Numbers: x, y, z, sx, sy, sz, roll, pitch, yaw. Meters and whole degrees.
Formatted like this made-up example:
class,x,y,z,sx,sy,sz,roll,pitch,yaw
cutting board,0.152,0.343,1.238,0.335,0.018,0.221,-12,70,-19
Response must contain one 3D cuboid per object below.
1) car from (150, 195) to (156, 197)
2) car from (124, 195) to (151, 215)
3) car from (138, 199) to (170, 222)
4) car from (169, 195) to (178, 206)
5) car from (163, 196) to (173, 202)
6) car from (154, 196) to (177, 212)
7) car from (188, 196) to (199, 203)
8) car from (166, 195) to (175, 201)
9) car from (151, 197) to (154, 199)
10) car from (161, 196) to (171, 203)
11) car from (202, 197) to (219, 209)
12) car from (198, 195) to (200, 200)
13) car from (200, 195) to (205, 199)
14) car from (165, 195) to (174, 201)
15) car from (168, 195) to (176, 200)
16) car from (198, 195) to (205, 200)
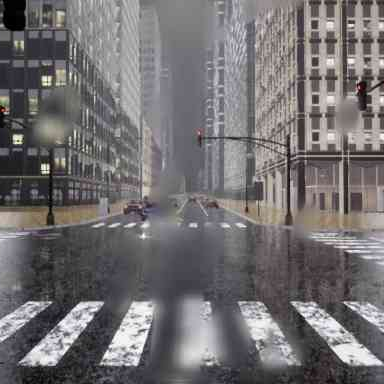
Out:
class,x,y,z,sx,sy,sz,roll,pitch,yaw
car,-5.676,1.336,44.943,2.192,1.841,5.009,1,0,0
car,-5.677,1.456,33.793,1.967,1.590,4.097,1,0,0
car,-2.937,1.538,26.360,1.812,1.442,4.674,0,0,-3
car,-3.100,1.572,50.984,2.033,1.411,5.357,0,0,0
car,-5.684,1.589,78.394,2.008,1.369,4.403,1,0,0
car,-3.101,1.525,39.379,1.837,1.490,4.892,0,0,0
car,0.076,1.580,70.508,2.033,1.411,5.357,0,0,0
car,-5.685,1.595,89.544,2.008,1.369,4.403,1,0,0
car,-5.681,1.600,39.368,1.802,1.307,4.206,1,0,0
car,-5.683,1.580,72.819,1.887,1.381,4.507,1,0,0
car,2.698,1.603,45.006,1.802,1.307,4.206,1,0,0
car,2.698,1.595,61.739,1.947,1.339,4.313,1,0,0
car,2.699,1.552,56.331,1.752,1.417,4.829,1,0,0
car,-5.685,1.586,83.969,1.887,1.381,4.507,1,0,0
car,-5.686,1.613,95.119,1.947,1.339,4.313,1,0,0
car,2.694,1.592,95.202,1.887,1.381,4.507,1,0,0
